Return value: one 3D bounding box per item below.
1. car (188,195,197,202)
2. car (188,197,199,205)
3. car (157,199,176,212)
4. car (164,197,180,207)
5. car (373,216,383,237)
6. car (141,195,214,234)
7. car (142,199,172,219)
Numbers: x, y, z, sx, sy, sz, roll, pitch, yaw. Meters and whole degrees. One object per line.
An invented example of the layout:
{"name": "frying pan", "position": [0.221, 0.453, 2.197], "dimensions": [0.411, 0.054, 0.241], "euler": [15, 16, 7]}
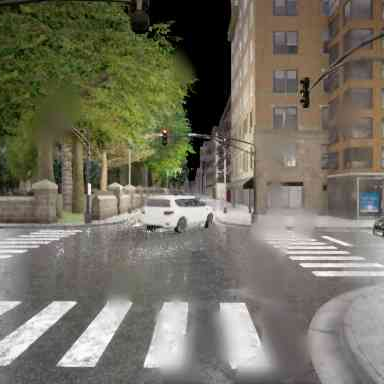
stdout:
{"name": "car", "position": [0.183, 1.424, 70.670], "dimensions": [1.812, 1.442, 4.674], "euler": [0, 0, 0]}
{"name": "car", "position": [0.217, 1.525, 58.743], "dimensions": [1.895, 1.301, 4.718], "euler": [0, 0, 0]}
{"name": "car", "position": [-3.019, 1.563, 39.797], "dimensions": [1.895, 1.301, 4.718], "euler": [0, 0, 0]}
{"name": "car", "position": [-2.987, 1.488, 50.485], "dimensions": [2.033, 1.411, 5.357], "euler": [0, 0, 0]}
{"name": "car", "position": [10.999, 1.366, 15.485], "dimensions": [4.553, 1.767, 2.097], "euler": [0, 0, 0]}
{"name": "car", "position": [-0.685, 1.218, 19.634], "dimensions": [2.150, 2.045, 5.566], "euler": [1, 1, 30]}
{"name": "car", "position": [-3.026, 1.472, 29.714], "dimensions": [2.128, 1.511, 4.902], "euler": [0, 0, 0]}
